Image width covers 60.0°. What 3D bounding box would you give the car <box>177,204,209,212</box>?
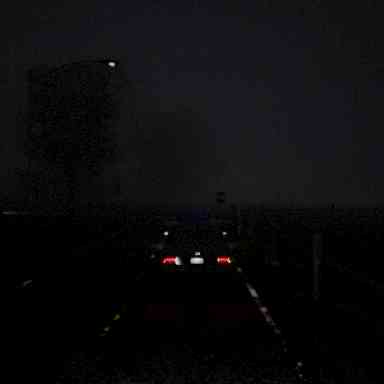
[{"bbox_3d":[0.092,1.516,20.967,1.882,1.535,5.008,0,0,0],"label":"car"}]

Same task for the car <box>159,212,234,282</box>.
[{"bbox_3d":[0.106,1.566,9.843,2.033,1.411,5.357,0,0,0],"label":"car"}]

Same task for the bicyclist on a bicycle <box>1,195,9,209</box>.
[{"bbox_3d":[-21.979,1.199,39.106,0.582,1.620,1.656,1,0,2],"label":"bicyclist on a bicycle"}]
